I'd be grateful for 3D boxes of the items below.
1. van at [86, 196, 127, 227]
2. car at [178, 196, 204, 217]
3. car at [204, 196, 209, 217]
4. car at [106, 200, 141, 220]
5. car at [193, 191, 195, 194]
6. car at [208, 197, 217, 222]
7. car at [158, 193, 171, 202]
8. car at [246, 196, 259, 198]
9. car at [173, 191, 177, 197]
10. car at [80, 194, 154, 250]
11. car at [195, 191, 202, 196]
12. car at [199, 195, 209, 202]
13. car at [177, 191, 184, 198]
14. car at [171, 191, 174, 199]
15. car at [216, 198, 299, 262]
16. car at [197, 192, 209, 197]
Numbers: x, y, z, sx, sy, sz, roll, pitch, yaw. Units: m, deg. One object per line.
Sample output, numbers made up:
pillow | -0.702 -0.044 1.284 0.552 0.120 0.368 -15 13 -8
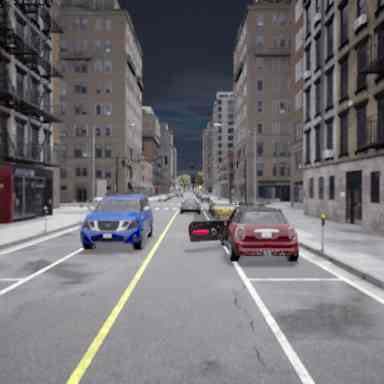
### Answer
van | -5.487 1.206 21.931 1.690 1.788 3.998 0 0 0
car | -0.139 1.368 32.165 1.994 1.385 4.181 0 0 0
car | 2.496 1.351 32.781 2.008 1.369 4.403 0 0 0
car | -5.510 1.383 27.338 2.008 1.369 4.403 0 0 0
car | 2.224 0.739 93.744 2.192 1.841 5.009 0 0 0
car | 2.524 1.357 27.545 1.752 1.417 4.829 0 0 0
car | -5.675 1.128 65.130 1.752 1.417 4.829 0 0 0
car | 8.284 1.242 43.935 4.181 1.385 1.994 0 0 -5
car | -5.776 1.010 88.025 2.008 1.369 4.403 0 0 0
car | -2.911 1.134 14.164 2.150 2.045 5.566 0 0 0
car | 2.274 0.936 82.382 1.967 1.590 4.097 0 0 0
car | 2.350 1.184 65.338 1.802 1.307 4.206 0 0 0
car | -3.147 0.944 89.921 1.837 1.490 4.892 0 0 0
car | -5.726 1.097 76.663 1.947 1.339 4.313 0 0 0
car | 2.212 1.278 12.012 2.097 1.767 4.553 0 0 0
car | 2.375 1.188 59.656 2.008 1.369 4.403 0 0 0
